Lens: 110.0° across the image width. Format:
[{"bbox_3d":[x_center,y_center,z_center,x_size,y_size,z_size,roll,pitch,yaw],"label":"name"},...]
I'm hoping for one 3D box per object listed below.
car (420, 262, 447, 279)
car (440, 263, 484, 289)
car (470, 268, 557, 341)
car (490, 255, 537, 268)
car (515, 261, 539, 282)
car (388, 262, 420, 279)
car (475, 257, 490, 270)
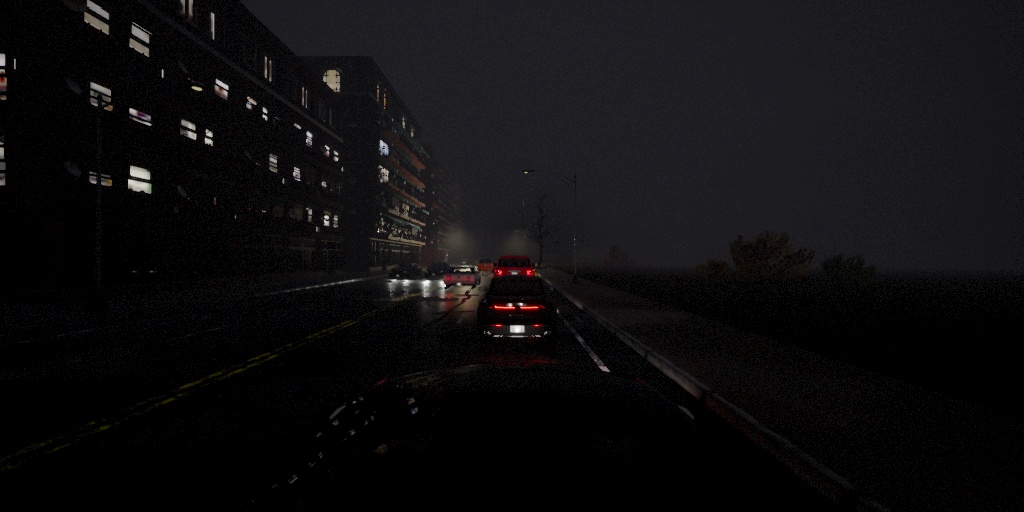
[{"bbox_3d":[-6.559,1.279,32.340,1.812,1.442,4.674,0,0,0],"label":"car"},{"bbox_3d":[-3.120,1.354,23.378,1.895,1.301,4.718,0,0,0],"label":"car"},{"bbox_3d":[0.113,1.256,9.814,1.837,1.490,4.892,0,0,0],"label":"car"},{"bbox_3d":[0.125,0.975,20.161,2.150,2.045,5.566,0,0,0],"label":"car"},{"bbox_3d":[1.177,1.209,30.568,1.801,1.575,5.366,0,0,0],"label":"car"},{"bbox_3d":[-9.807,1.301,33.440,2.033,1.411,5.357,0,0,0],"label":"car"},{"bbox_3d":[-3.094,1.109,43.946,2.097,1.767,4.553,0,0,0],"label":"car"}]
